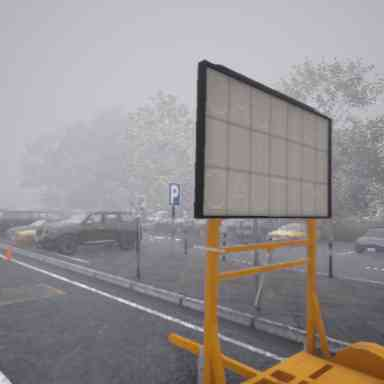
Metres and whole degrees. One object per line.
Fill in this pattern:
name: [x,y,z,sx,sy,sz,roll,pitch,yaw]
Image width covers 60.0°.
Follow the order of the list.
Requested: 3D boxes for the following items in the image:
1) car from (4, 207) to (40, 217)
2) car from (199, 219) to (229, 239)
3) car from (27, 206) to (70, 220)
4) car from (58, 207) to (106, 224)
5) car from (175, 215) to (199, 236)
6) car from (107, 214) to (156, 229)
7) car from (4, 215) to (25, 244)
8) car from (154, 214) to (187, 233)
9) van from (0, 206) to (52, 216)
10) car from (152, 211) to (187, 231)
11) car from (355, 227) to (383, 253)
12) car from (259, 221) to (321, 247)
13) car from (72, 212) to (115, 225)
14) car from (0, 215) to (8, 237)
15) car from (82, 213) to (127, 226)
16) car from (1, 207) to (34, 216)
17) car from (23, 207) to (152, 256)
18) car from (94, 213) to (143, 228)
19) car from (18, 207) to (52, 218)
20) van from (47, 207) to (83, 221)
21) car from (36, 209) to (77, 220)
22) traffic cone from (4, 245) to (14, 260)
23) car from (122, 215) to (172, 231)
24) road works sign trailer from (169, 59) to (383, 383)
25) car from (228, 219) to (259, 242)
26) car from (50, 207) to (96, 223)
car: [-30.674,3.592,59.987,1.946,1.575,5.366,-1,-4,44]
car: [3.302,2.982,27.237,2.231,1.521,4.892,-1,-4,44]
car: [-22.557,3.247,52.413,2.435,2.045,5.566,-1,-4,44]
car: [-14.635,3.129,44.633,2.435,2.045,5.566,-1,-4,44]
car: [1.310,3.030,29.170,2.097,1.535,5.008,-1,-4,44]
car: [-6.661,3.223,36.898,2.097,1.535,5.008,-1,-4,44]
car: [-7.328,2.294,19.087,1.946,1.575,5.366,-1,-4,44]
car: [-0.681,3.079,31.104,2.097,1.535,5.008,-1,-4,44]
van: [-11.133,2.187,23.220,1.878,1.987,4.442,-1,-4,44]
car: [-2.689,2.875,33.026,2.435,2.045,5.566,-1,-4,44]
car: [11.239,2.812,19.476,2.163,1.488,4.792,-1,-4,44]
car: [7.149,2.869,23.233,1.946,1.575,5.366,-1,-4,44]
car: [-12.614,3.378,42.727,2.163,1.488,4.792,-1,-4,44]
car: [-9.208,2.397,21.172,2.002,1.452,4.674,-1,-4,44]
car: [-10.659,3.340,40.745,2.163,1.488,4.792,-1,-4,44]
car: [-32.532,3.634,62.059,2.231,1.521,4.892,-1,-4,44]
car: [-5.201,2.005,17.259,2.435,2.045,5.566,-1,-4,44]
car: [-8.521,3.275,38.969,1.946,1.575,5.366,-1,-4,44]
car: [-26.540,3.427,56.279,2.185,1.767,4.553,-1,-4,44]
van: [-18.517,3.222,48.606,1.878,1.987,4.442,-1,-4,44]
car: [-20.464,3.476,50.579,1.946,1.575,5.366,-1,-4,44]
traffic cone: [-7.563,2.491,13.803,0.340,0.580,0.340,-1,-4,44]
car: [-4.670,3.178,34.962,2.231,1.521,4.892,-1,-4,44]
road works sign trailer: [0.728,0.687,3.653,2.380,3.560,2.880,4,-4,-43]
car: [5.307,2.962,25.319,2.163,1.488,4.792,-1,-4,44]
car: [-16.587,3.164,46.609,2.435,2.045,5.566,-1,-4,44]
